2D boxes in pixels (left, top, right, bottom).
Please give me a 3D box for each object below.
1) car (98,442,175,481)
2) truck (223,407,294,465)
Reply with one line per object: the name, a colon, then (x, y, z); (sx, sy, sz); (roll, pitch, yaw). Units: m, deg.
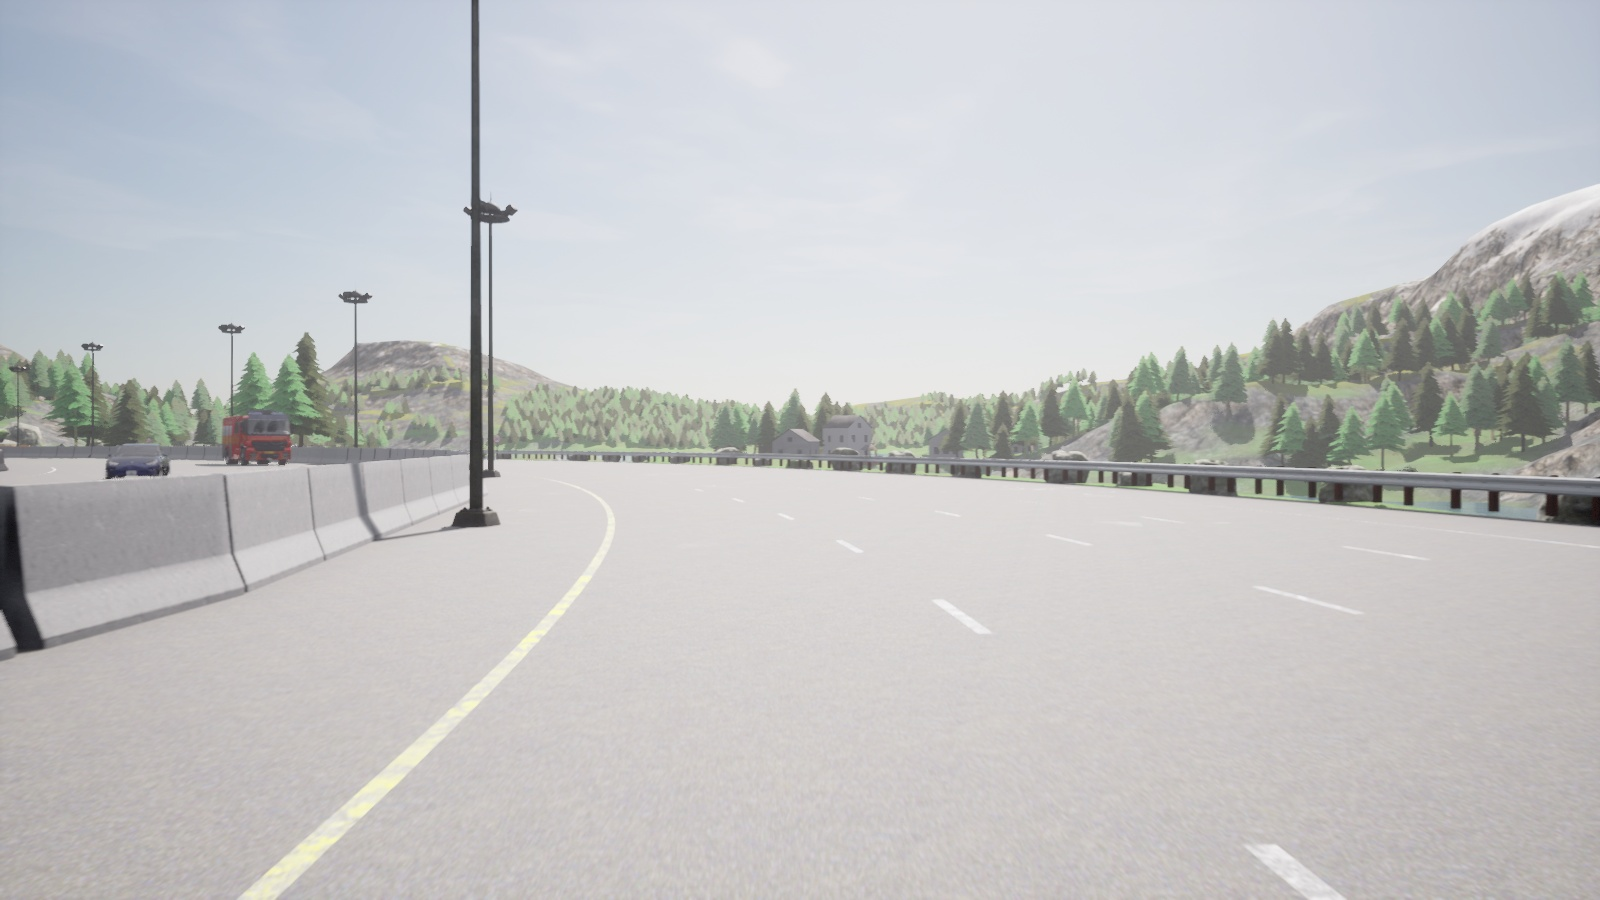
car: (-26.890, 0.439, 51.059); (2.163, 1.488, 4.792); (0, 0, -21)
truck: (-37.242, -0.930, 86.177); (2.891, 3.827, 8.468); (0, 0, -35)
